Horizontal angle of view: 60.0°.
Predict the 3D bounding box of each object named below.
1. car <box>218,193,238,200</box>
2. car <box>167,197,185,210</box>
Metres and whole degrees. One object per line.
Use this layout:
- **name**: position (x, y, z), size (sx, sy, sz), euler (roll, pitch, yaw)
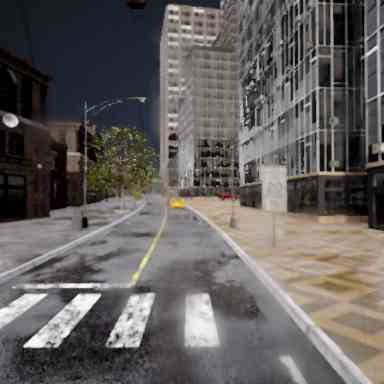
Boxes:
- **car**: position (9.171, 1.183, 84.338), size (5.009, 1.841, 2.192), euler (0, -1, 11)
- **car**: position (-2.029, 1.472, 43.937), size (1.882, 1.535, 5.008), euler (0, 0, -5)
